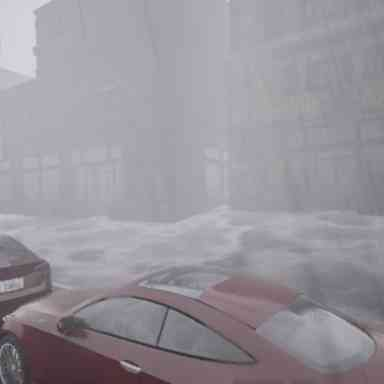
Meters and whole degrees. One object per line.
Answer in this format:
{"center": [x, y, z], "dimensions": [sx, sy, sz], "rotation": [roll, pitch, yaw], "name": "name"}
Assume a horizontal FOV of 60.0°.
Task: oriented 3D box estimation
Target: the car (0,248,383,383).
{"center": [-0.199, 1.531, 3.461], "dimensions": [4.674, 1.452, 2.002], "rotation": [0, 0, 35], "name": "car"}

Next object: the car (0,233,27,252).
{"center": [-4.790, 1.548, 6.673], "dimensions": [4.792, 1.488, 2.163], "rotation": [0, 0, 35], "name": "car"}
